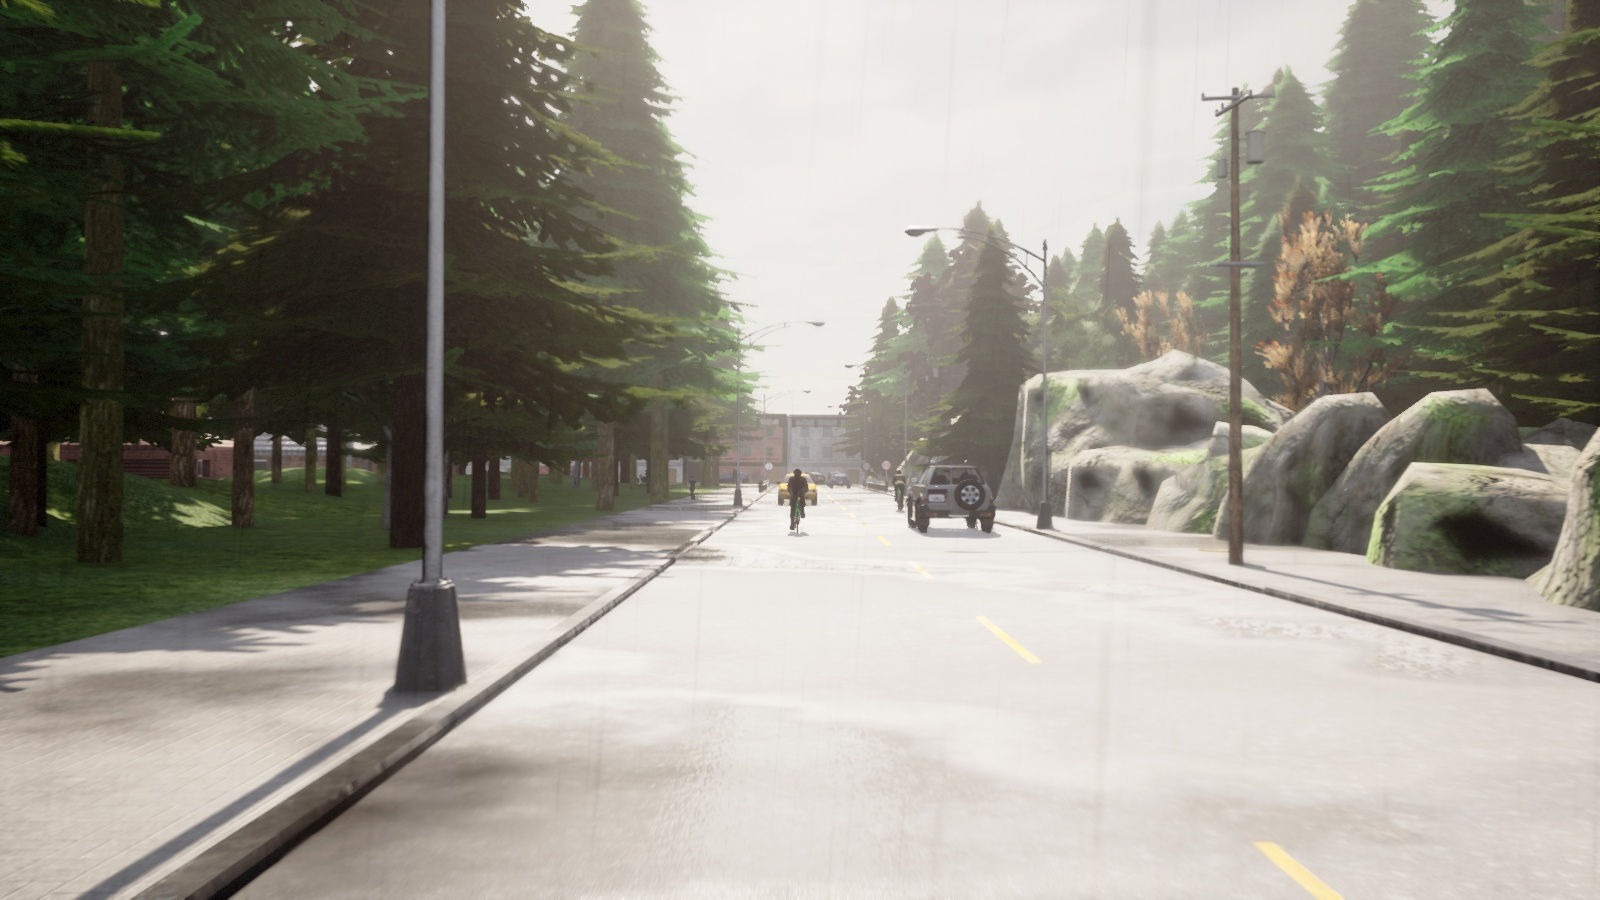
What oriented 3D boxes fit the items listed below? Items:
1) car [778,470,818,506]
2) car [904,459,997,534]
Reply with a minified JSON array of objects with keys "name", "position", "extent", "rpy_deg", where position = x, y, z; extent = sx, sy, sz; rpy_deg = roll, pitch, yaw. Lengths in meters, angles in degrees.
[{"name":"car","position":[-0.091,1.734,58.581],"extent":[1.801,1.575,5.366],"rpy_deg":[0,-1,0]},{"name":"car","position":[3.946,1.179,33.591],"extent":[1.932,1.855,4.605],"rpy_deg":[0,-1,0]}]
